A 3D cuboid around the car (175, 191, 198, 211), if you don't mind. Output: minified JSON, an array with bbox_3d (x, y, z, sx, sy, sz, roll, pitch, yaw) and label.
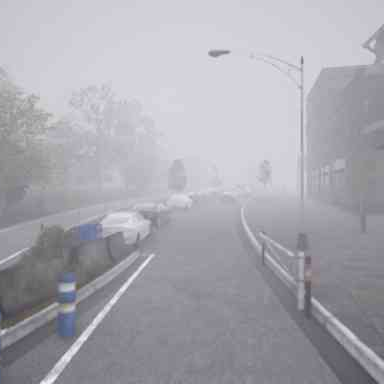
[{"bbox_3d":[-1.116,0.946,31.521,2.002,1.452,4.674,-1,2,11],"label":"car"}]

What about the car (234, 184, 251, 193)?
[{"bbox_3d":[10.637,-0.692,69.512,2.231,1.521,4.892,-3,1,24],"label":"car"}]

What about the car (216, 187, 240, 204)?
[{"bbox_3d":[4.360,0.563,39.599,1.812,1.442,4.674,0,2,12],"label":"car"}]

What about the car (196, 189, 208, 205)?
[{"bbox_3d":[0.086,0.663,37.631,2.097,1.535,5.008,-1,3,13],"label":"car"}]

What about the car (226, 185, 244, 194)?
[{"bbox_3d":[8.391,-0.471,64.397,2.231,1.521,4.892,-3,1,24],"label":"car"}]

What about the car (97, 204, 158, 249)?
[{"bbox_3d":[-3.025,1.585,14.977,2.002,1.452,4.674,-2,2,3],"label":"car"}]

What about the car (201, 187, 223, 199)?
[{"bbox_3d":[3.063,0.160,49.280,2.097,1.535,5.008,0,3,17],"label":"car"}]

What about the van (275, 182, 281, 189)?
[{"bbox_3d":[21.482,-1.760,89.159,1.878,1.987,4.442,-3,1,31],"label":"van"}]

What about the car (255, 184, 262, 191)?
[{"bbox_3d":[13.063,-1.166,74.572,2.435,2.045,5.566,-3,1,27],"label":"car"}]

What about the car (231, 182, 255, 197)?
[{"bbox_3d":[8.018,-0.287,52.538,2.150,2.045,5.566,0,2,18],"label":"car"}]

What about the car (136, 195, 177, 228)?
[{"bbox_3d":[-2.638,1.293,21.102,2.097,1.535,5.008,1,3,8],"label":"car"}]

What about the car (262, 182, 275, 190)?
[{"bbox_3d":[18.567,-1.345,84.488,1.946,1.575,5.366,-3,1,33],"label":"car"}]

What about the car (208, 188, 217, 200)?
[{"bbox_3d":[1.366,0.418,43.190,2.231,1.521,4.892,0,3,15],"label":"car"}]
